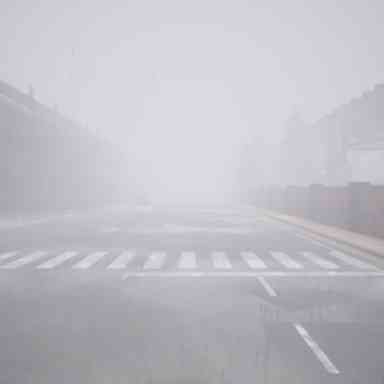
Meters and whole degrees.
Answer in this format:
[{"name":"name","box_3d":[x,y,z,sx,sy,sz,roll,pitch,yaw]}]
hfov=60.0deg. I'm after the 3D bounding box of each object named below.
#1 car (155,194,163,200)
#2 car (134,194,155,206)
[{"name":"car","box_3d":[-7.478,1.111,74.346,2.033,1.411,5.357,0,0,-1]},{"name":"car","box_3d":[-7.031,1.043,48.251,2.097,1.767,4.553,0,0,-1]}]
